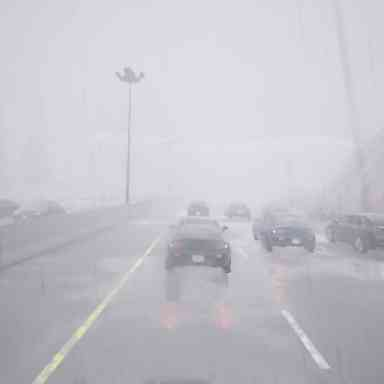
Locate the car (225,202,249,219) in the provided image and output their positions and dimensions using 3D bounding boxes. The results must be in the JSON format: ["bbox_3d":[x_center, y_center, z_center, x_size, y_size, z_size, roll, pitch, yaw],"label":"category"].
[{"bbox_3d":[4.071,1.614,29.921,1.994,1.385,4.181,1,0,1],"label":"car"}]

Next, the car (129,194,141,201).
[{"bbox_3d":[-12.149,1.120,71.155,1.994,1.385,4.181,1,0,7],"label":"car"}]

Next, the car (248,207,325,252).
[{"bbox_3d":[3.787,1.588,14.176,1.812,1.442,4.674,1,0,1],"label":"car"}]

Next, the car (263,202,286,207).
[{"bbox_3d":[7.581,1.649,30.353,1.812,1.442,4.674,1,0,1],"label":"car"}]

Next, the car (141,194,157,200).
[{"bbox_3d":[-8.698,1.201,70.575,1.994,1.385,4.181,1,0,7],"label":"car"}]

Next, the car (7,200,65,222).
[{"bbox_3d":[-10.258,1.285,22.795,1.812,1.442,4.674,1,0,1],"label":"car"}]

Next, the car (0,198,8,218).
[{"bbox_3d":[-13.756,1.164,22.841,1.882,1.535,5.008,1,0,1],"label":"car"}]

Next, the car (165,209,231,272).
[{"bbox_3d":[0.202,1.517,10.694,1.812,1.442,4.674,1,0,1],"label":"car"}]

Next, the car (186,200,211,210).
[{"bbox_3d":[0.565,1.482,29.522,1.837,1.490,4.892,1,0,1],"label":"car"}]

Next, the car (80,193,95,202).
[{"bbox_3d":[-19.859,1.009,63.772,1.882,1.535,5.008,1,0,3],"label":"car"}]

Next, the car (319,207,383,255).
[{"bbox_3d":[7.272,1.640,13.993,1.837,1.490,4.892,1,0,1],"label":"car"}]

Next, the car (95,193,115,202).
[{"bbox_3d":[-16.346,0.972,63.839,2.097,1.767,4.553,1,0,3],"label":"car"}]

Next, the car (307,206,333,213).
[{"bbox_3d":[11.027,1.799,27.660,1.895,1.301,4.718,1,0,1],"label":"car"}]
